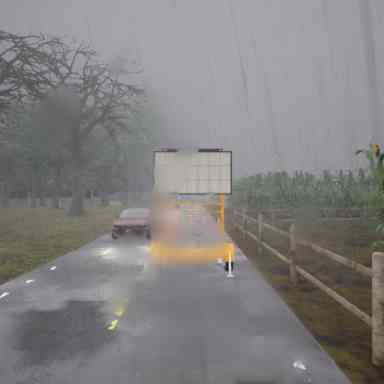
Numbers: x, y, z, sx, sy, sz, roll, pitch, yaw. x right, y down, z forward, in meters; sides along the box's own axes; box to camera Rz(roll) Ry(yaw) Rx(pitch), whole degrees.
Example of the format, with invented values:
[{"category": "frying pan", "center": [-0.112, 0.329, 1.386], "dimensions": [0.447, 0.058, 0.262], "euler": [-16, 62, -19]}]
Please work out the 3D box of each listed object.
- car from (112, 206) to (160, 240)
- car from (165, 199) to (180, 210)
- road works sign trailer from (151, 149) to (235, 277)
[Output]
[{"category": "car", "center": [-2.810, 1.515, 17.367], "dimensions": [1.882, 1.535, 5.008], "euler": [0, 0, 0]}, {"category": "car", "center": [-2.645, 1.718, 46.182], "dimensions": [2.128, 1.511, 4.902], "euler": [0, 0, 0]}, {"category": "road works sign trailer", "center": [0.023, 0.478, 10.272], "dimensions": [2.380, 3.560, 2.880], "euler": [0, 0, 0]}]
